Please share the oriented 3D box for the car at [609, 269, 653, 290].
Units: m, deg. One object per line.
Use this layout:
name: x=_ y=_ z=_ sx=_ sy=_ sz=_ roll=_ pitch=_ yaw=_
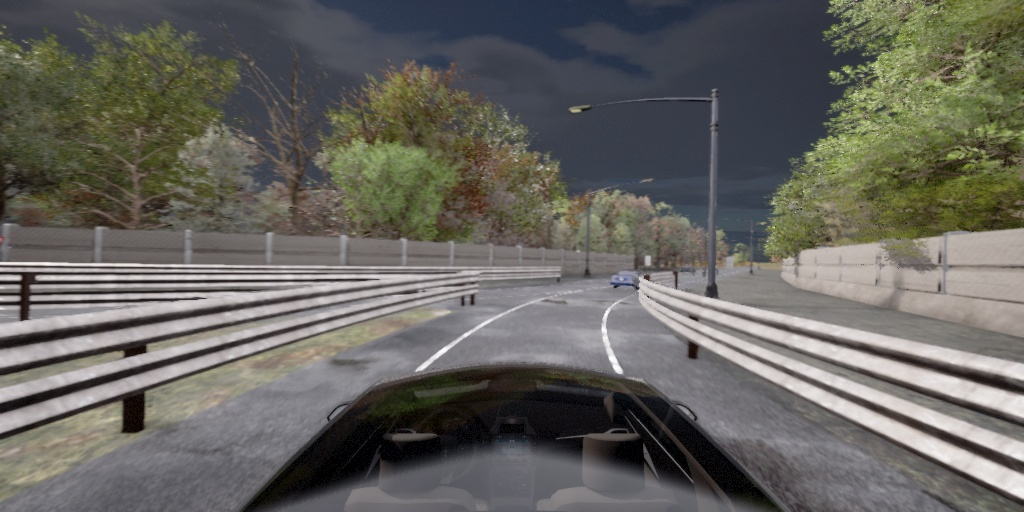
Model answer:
car: x=8.960 y=1.698 z=26.644 sx=2.033 sy=1.411 sz=5.357 roll=1 pitch=-1 yaw=36
